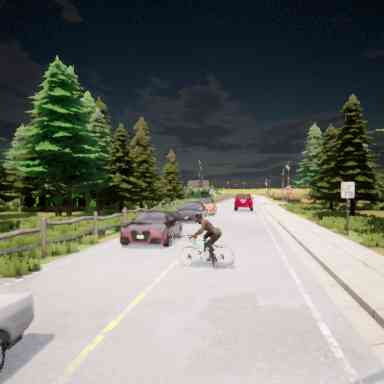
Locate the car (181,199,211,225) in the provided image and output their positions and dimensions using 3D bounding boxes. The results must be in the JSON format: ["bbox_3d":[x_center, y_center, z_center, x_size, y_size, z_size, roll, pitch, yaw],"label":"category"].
[{"bbox_3d":[-0.003,1.503,24.602,1.837,1.490,4.892,0,0,10],"label":"car"}]

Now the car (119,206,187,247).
[{"bbox_3d":[-1.692,1.564,14.880,1.994,1.385,4.181,0,0,9],"label":"car"}]

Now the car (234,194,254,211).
[{"bbox_3d":[6.286,1.212,40.281,2.150,2.045,5.566,0,0,10],"label":"car"}]

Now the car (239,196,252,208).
[{"bbox_3d":[8.176,1.467,50.520,1.882,1.535,5.008,0,0,11],"label":"car"}]

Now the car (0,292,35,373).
[{"bbox_3d":[-3.277,1.601,2.450,1.895,1.301,4.718,0,0,4],"label":"car"}]

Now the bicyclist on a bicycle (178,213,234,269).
[{"bbox_3d":[0.390,1.450,9.751,1.656,1.620,0.582,-2,0,9],"label":"bicyclist on a bicycle"}]

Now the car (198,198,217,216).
[{"bbox_3d":[1.211,1.350,32.358,2.097,1.767,4.553,0,0,9],"label":"car"}]
